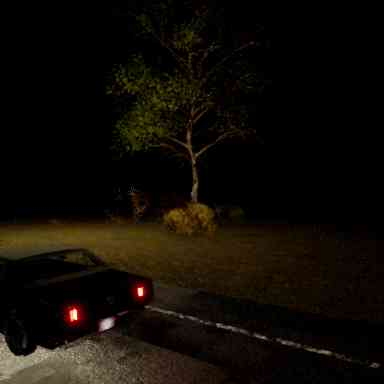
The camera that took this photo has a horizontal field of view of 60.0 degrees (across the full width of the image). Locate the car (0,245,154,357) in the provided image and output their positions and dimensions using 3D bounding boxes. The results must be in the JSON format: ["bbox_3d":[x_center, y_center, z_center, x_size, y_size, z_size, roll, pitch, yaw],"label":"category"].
[{"bbox_3d":[-3.053,1.676,6.170,4.718,1.301,1.895,-1,-1,35],"label":"car"}]
